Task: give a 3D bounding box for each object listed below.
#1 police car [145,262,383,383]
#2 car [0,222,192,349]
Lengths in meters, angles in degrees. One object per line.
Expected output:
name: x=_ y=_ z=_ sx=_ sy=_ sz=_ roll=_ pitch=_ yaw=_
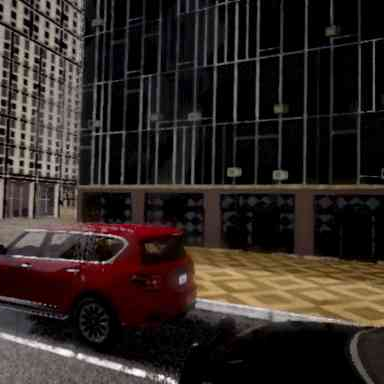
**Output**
police car: x=2.421 y=1.608 z=2.441 sx=5.238 sy=1.638 sz=1.930 roll=1 pitch=-2 yaw=24
car: x=-2.349 y=1.511 z=6.523 sx=5.009 sy=1.841 sz=2.192 roll=1 pitch=-3 yaw=24
